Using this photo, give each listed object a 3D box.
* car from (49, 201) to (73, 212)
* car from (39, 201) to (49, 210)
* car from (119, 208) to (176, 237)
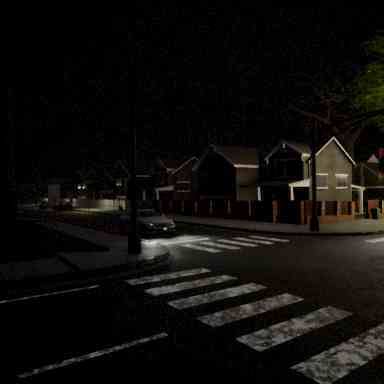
[{"bbox_3d":[-18.255,1.984,47.013,2.128,1.511,4.902,-1,0,-34],"label":"car"},{"bbox_3d":[-24.231,2.186,55.542,1.994,1.385,4.181,-1,0,-35],"label":"car"},{"bbox_3d":[-2.792,1.718,19.750,1.812,1.442,4.674,-1,0,-35],"label":"car"}]
